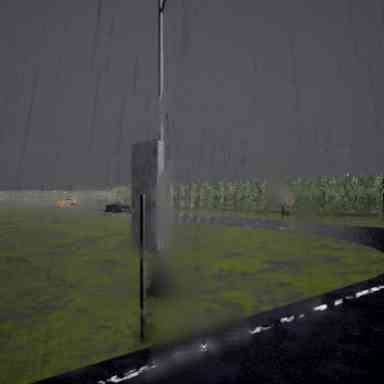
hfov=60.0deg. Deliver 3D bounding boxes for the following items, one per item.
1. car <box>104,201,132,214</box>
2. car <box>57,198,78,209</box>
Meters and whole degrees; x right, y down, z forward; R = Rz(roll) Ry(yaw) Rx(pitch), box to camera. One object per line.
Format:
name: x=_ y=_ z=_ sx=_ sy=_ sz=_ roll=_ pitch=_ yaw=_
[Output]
car: x=-8.374 y=1.764 z=37.882 sx=1.994 sy=1.385 sz=4.181 roll=0 pitch=-1 yaw=-40
car: x=-18.907 y=1.614 z=50.476 sx=1.882 sy=1.535 sz=5.008 roll=0 pitch=-1 yaw=-40
